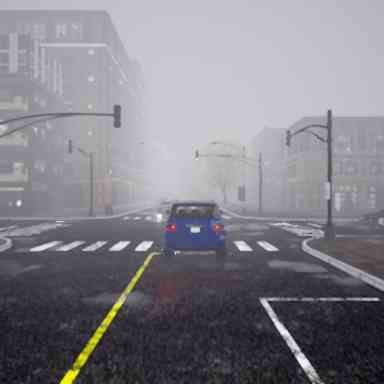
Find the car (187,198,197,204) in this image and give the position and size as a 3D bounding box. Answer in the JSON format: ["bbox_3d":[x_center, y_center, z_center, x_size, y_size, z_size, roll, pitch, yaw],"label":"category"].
[{"bbox_3d":[-0.003,2.109,79.867,2.128,1.511,4.902,0,-1,0],"label":"car"}]

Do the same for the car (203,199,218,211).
[{"bbox_3d":[2.687,1.823,48.376,1.967,1.590,4.097,0,0,0],"label":"car"}]

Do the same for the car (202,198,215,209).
[{"bbox_3d":[2.686,1.872,54.072,1.967,1.590,4.097,0,-1,0],"label":"car"}]

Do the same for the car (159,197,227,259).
[{"bbox_3d":[0.103,1.316,13.207,2.150,2.045,5.566,0,0,0],"label":"car"}]

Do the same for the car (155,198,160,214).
[{"bbox_3d":[-3.088,1.836,40.088,1.812,1.442,4.674,0,0,0],"label":"car"}]

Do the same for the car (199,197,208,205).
[{"bbox_3d":[2.685,2.083,76.859,1.967,1.590,4.097,0,-1,0],"label":"car"}]

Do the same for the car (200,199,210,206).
[{"bbox_3d":[2.686,2.139,71.162,2.008,1.369,4.403,0,-1,0],"label":"car"}]

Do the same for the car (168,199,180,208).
[{"bbox_3d":[-3.046,1.973,57.961,1.837,1.490,4.892,0,-1,0],"label":"car"}]

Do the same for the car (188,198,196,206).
[{"bbox_3d":[-0.002,2.094,69.860,1.812,1.442,4.674,0,-1,0],"label":"car"}]

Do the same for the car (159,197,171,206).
[{"bbox_3d":[-5.695,1.903,71.165,2.192,1.841,5.009,0,-1,0],"label":"car"}]

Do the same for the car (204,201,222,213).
[{"bbox_3d":[2.688,1.884,42.679,2.008,1.369,4.403,0,0,0],"label":"car"}]

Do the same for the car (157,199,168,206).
[{"bbox_3d":[-5.695,2.117,65.466,1.802,1.307,4.206,0,-1,0],"label":"car"}]

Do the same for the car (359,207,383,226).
[{"bbox_3d":[15.146,1.757,24.984,4.892,1.490,1.837,0,0,-1],"label":"car"}]

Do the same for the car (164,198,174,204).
[{"bbox_3d":[-5.696,2.249,82.555,2.008,1.369,4.403,0,-1,0],"label":"car"}]

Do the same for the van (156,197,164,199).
[{"bbox_3d":[-5.695,1.824,59.771,1.690,1.788,3.998,0,-1,0],"label":"van"}]

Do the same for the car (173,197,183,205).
[{"bbox_3d":[-3.003,1.946,73.090,2.128,1.511,4.902,0,-1,0],"label":"car"}]
